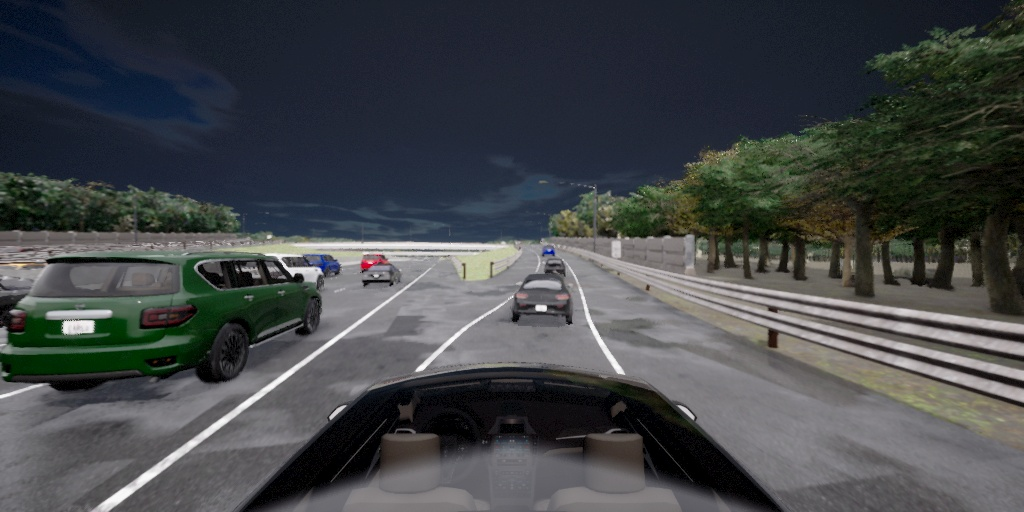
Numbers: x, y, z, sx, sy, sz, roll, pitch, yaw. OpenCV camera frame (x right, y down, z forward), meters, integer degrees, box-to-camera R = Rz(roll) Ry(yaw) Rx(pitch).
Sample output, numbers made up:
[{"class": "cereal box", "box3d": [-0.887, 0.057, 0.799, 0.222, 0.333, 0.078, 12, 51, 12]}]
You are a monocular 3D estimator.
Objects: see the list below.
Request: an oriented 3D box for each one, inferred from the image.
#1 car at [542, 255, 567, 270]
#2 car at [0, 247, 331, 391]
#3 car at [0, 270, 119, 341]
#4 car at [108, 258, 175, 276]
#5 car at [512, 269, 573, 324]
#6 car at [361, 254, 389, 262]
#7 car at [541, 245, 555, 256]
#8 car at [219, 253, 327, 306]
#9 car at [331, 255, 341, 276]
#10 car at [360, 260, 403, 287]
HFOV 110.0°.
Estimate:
[{"class": "car", "box3d": [3.761, 0.951, 31.633, 1.837, 1.490, 4.892, 0, 2, 7]}, {"class": "car", "box3d": [-5.679, 0.943, 6.975, 2.150, 2.045, 5.566, 0, 0, -10]}, {"class": "car", "box3d": [-12.960, 1.193, 8.645, 2.128, 1.511, 4.902, 0, 0, -10]}, {"class": "car", "box3d": [-35.321, 0.997, 34.430, 1.882, 1.535, 5.008, 0, 1, -10]}, {"class": "car", "box3d": [1.093, 1.329, 12.211, 1.812, 1.442, 4.674, 1, -1, 7]}, {"class": "car", "box3d": [-14.440, 0.780, 37.981, 2.150, 2.045, 5.566, 0, 1, -10]}, {"class": "car", "box3d": [6.360, -0.938, 62.730, 2.150, 2.045, 5.566, 0, 3, 3]}, {"class": "car", "box3d": [-10.800, 0.906, 16.863, 2.150, 2.045, 5.566, 0, 0, -10]}, {"class": "car", "box3d": [-16.881, 0.829, 31.594, 2.150, 2.045, 5.566, 0, 0, -10]}, {"class": "car", "box3d": [-8.549, 1.218, 23.887, 2.033, 1.411, 5.357, 0, 0, -10]}]
